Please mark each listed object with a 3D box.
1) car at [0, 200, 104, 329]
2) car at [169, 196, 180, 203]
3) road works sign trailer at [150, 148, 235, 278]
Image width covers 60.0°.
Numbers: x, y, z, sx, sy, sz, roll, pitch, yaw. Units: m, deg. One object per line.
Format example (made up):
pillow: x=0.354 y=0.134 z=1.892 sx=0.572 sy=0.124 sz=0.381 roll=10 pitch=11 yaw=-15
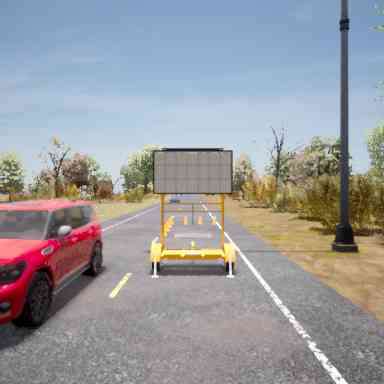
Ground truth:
car: x=-3.580 y=1.223 z=7.308 sx=2.150 sy=2.045 sz=5.566 roll=0 pitch=0 yaw=0
car: x=-3.341 y=1.431 z=64.307 sx=1.882 sy=1.535 sz=5.008 roll=0 pitch=0 yaw=0
road works sign trailer: x=0.026 y=0.466 z=10.170 sx=2.380 sy=3.560 sz=2.880 roll=0 pitch=0 yaw=0
